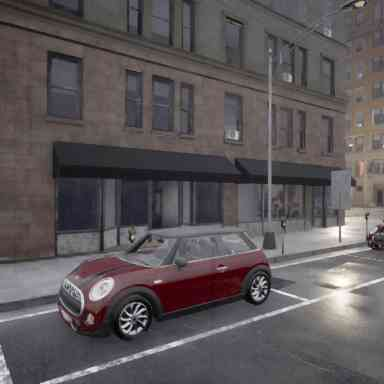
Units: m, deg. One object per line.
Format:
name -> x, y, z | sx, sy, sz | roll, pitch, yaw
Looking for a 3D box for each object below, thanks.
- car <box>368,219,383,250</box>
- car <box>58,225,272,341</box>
car -> 8.564, 1.445, 12.825 | 4.097, 1.590, 1.967 | 0, 0, -35
car -> -0.395, 1.441, 6.466 | 4.097, 1.590, 1.967 | 0, 0, -35
